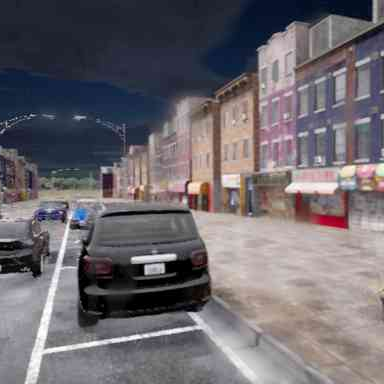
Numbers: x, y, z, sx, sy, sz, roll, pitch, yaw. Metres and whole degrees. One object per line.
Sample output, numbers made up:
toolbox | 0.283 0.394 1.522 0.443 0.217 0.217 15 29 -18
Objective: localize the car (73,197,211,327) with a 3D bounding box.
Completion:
car | -1.427 1.220 7.371 2.150 2.045 5.566 -1 0 -19

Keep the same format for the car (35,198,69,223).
car | -10.944 1.433 25.899 2.097 1.767 4.553 -1 0 -19

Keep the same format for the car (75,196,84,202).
car | -27.378 1.733 80.627 1.947 1.339 4.313 -2 1 -19

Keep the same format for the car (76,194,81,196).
car | -10.975 1.372 33.615 2.192 1.841 5.009 -2 1 -19

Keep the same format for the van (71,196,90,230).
van | -7.327 1.374 23.169 1.690 1.788 3.998 -2 1 -19

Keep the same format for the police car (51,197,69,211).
police car | -17.232 1.548 43.605 1.930 1.638 5.238 -1 0 -19

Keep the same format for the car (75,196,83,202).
car | -29.202 1.746 85.850 1.947 1.339 4.313 -2 1 -19

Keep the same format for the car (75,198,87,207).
car | -18.260 1.686 54.511 1.802 1.307 4.206 -2 1 -19

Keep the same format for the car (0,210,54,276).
car | -5.421 1.551 10.082 1.837 1.490 4.892 -1 0 -19
